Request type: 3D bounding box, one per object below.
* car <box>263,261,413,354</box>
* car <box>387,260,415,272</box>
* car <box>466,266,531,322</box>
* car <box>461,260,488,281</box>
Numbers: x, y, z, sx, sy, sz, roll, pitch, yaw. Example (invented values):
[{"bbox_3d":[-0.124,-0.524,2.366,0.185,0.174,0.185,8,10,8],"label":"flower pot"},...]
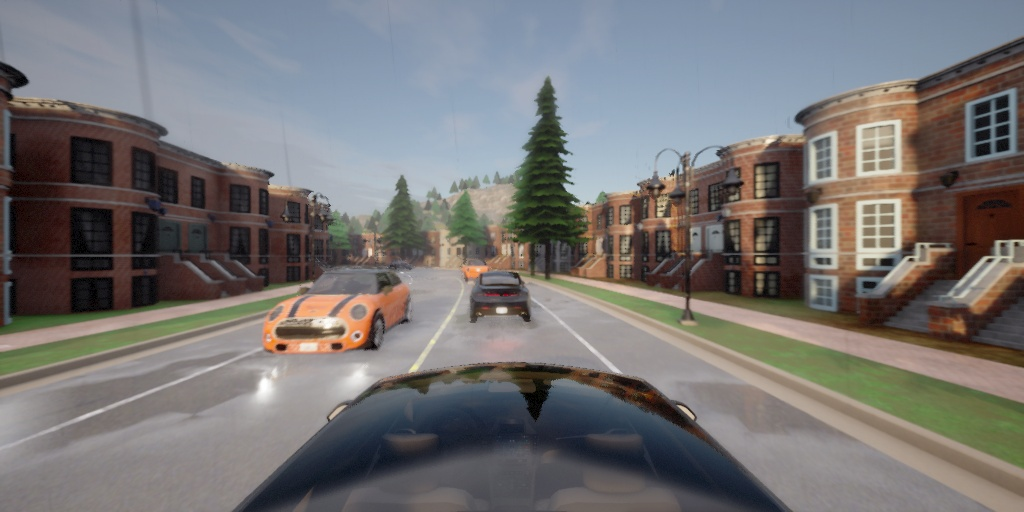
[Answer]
[{"bbox_3d":[-3.946,1.112,8.944,2.097,1.767,4.553,0,0,-4],"label":"car"},{"bbox_3d":[-15.162,1.333,48.622,2.033,1.411,5.357,0,0,-36],"label":"car"},{"bbox_3d":[-0.465,1.254,12.300,1.837,1.490,4.892,0,0,-4],"label":"car"},{"bbox_3d":[-3.049,1.106,29.878,2.097,1.767,4.553,0,0,-12],"label":"car"}]
